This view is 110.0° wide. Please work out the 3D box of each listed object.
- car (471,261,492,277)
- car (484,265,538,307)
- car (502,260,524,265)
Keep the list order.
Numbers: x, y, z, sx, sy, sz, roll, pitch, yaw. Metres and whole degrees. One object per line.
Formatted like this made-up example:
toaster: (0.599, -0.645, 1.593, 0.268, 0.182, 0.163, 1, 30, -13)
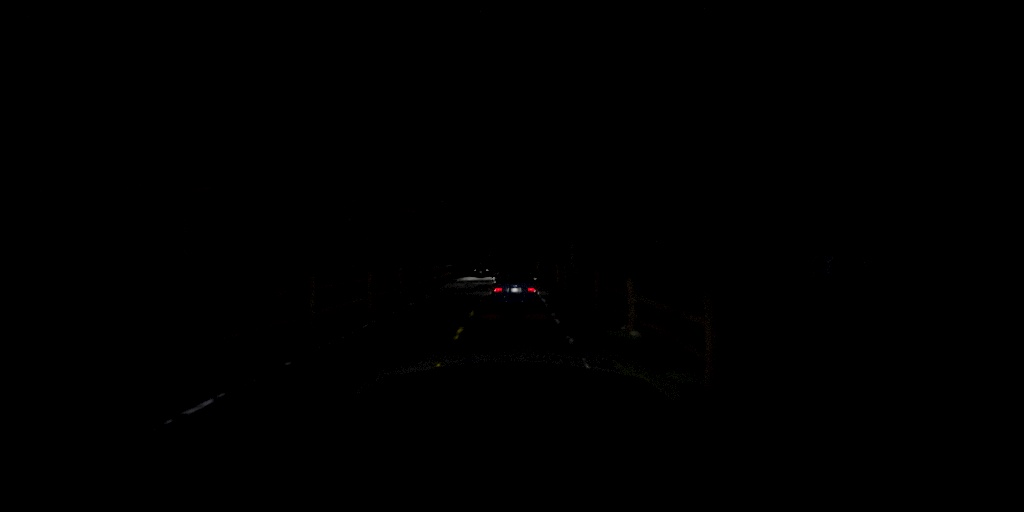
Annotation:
car: (-2.749, 1.188, 34.001, 1.837, 1.490, 4.892, 0, 0, 0)
car: (0.102, 1.266, 15.344, 2.033, 1.411, 5.357, 0, 0, 0)
car: (0.102, 1.183, 35.934, 1.837, 1.490, 4.892, 0, 0, 0)
